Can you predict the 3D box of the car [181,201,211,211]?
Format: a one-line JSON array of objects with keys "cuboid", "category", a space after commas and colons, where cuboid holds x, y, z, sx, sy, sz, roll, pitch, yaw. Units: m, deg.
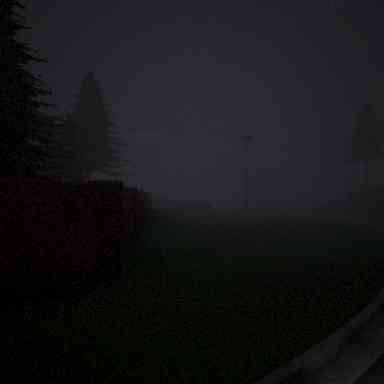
[{"cuboid": [0.624, 2.165, 51.119, 4.674, 1.442, 1.812, 0, -1, 14], "category": "car"}]
